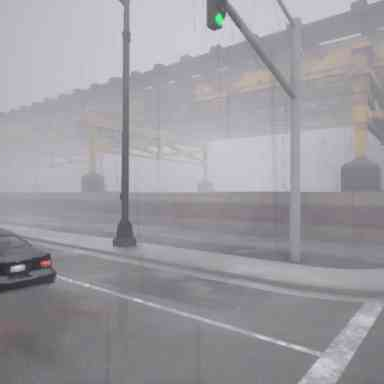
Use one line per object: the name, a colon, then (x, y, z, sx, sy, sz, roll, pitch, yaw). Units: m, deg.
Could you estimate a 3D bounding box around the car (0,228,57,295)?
car: (-5.478, 1.602, 8.339, 5.357, 1.411, 2.033, 0, -1, 39)
